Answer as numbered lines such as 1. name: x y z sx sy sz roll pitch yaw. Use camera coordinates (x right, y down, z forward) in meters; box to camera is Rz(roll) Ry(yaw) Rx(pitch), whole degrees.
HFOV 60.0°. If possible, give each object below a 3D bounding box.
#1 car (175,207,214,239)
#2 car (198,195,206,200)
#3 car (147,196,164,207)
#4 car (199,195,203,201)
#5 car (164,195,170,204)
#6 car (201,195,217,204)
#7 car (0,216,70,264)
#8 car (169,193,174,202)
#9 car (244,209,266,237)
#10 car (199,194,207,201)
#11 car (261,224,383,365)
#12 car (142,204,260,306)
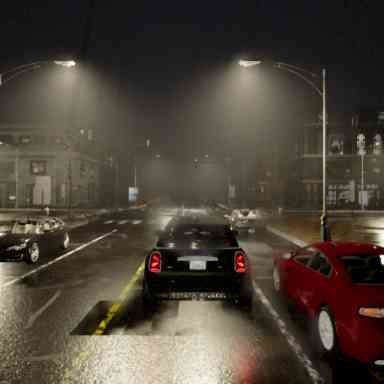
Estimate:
1. car: 0.114 1.599 18.388 1.895 1.301 4.718 0 0 0
2. car: 2.815 1.549 93.860 2.008 1.369 4.403 0 0 0
3. car: -5.622 1.576 49.709 1.802 1.307 4.206 0 0 0
4. car: 2.772 1.576 60.727 1.802 1.307 4.206 0 0 0
5. car: -5.608 1.545 60.752 2.008 1.369 4.403 0 0 0
6. car: 2.758 1.560 49.685 1.947 1.339 4.313 0 0 0
7. car: -5.671 1.549 11.630 2.008 1.369 4.403 0 0 0
8. car: -5.593 1.435 71.796 1.967 1.590 4.097 0 0 0
9. car: 2.717 1.549 17.294 2.008 1.369 4.403 0 0 0
10. car: 2.809 1.437 88.337 1.967 1.590 4.097 0 0 0
11. car: 2.702 1.544 5.910 1.887 1.381 4.507 0 0 0
12. car: 0.110 1.351 8.167 2.097 1.767 4.553 0 0 0
